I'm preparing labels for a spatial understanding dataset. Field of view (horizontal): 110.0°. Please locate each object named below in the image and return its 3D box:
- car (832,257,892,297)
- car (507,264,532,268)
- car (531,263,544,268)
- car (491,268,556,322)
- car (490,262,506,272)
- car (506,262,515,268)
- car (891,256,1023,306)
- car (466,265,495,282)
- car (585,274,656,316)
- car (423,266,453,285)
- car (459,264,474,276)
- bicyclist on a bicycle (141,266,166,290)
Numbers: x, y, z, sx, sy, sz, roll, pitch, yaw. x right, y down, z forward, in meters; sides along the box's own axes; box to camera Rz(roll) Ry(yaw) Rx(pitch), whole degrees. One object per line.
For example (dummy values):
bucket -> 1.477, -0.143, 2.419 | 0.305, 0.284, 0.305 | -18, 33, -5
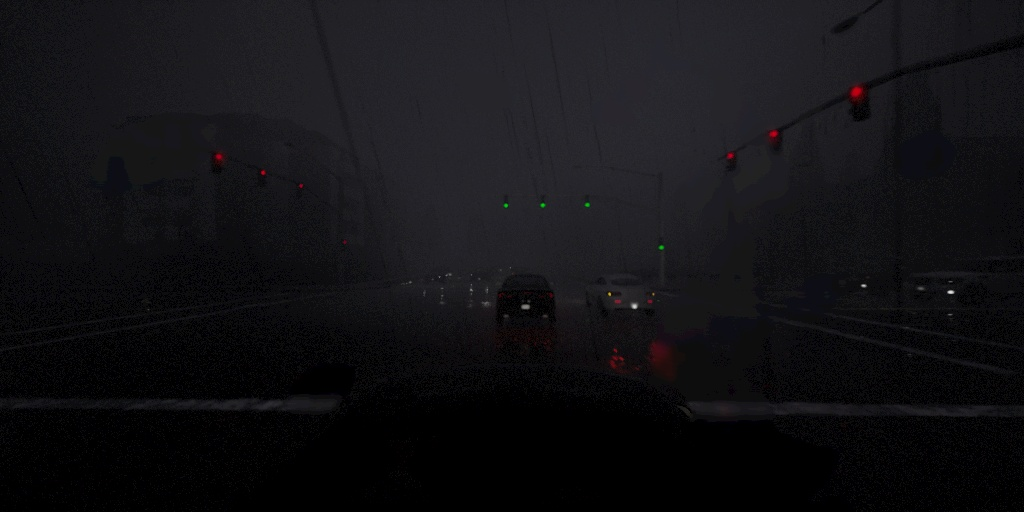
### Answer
car -> 20.503, 1.080, 19.110 | 5.566, 2.045, 2.150 | 0, -1, 2
car -> 0.684, 1.788, 36.319 | 1.895, 1.301, 4.718 | 0, -1, 0
car -> 4.194, 2.052, 64.459 | 1.812, 1.442, 4.674 | -1, -1, 32
car -> 0.507, 1.368, 12.987 | 1.882, 1.535, 5.008 | 0, -1, 2
car -> -2.399, 1.823, 45.756 | 1.837, 1.490, 4.892 | -1, 1, 7
car -> -0.794, 1.883, 62.624 | 2.097, 1.767, 4.553 | -1, -1, 27
car -> 20.642, 1.030, 15.601 | 5.566, 2.045, 2.150 | -1, -1, 2
car -> -2.946, 1.788, 34.713 | 1.895, 1.301, 4.718 | 0, -1, 0
car -> 4.049, 1.409, 13.893 | 1.812, 1.442, 4.674 | 0, -1, 2
car -> -6.432, 1.671, 31.647 | 1.837, 1.490, 4.892 | 0, 0, 1
car -> -5.620, 1.874, 47.822 | 1.837, 1.490, 4.892 | -1, -1, 10
bicyclist on a bicycle -> -24.730, 1.481, 24.774 | 0.582, 1.620, 1.656 | 0, 0, 2
